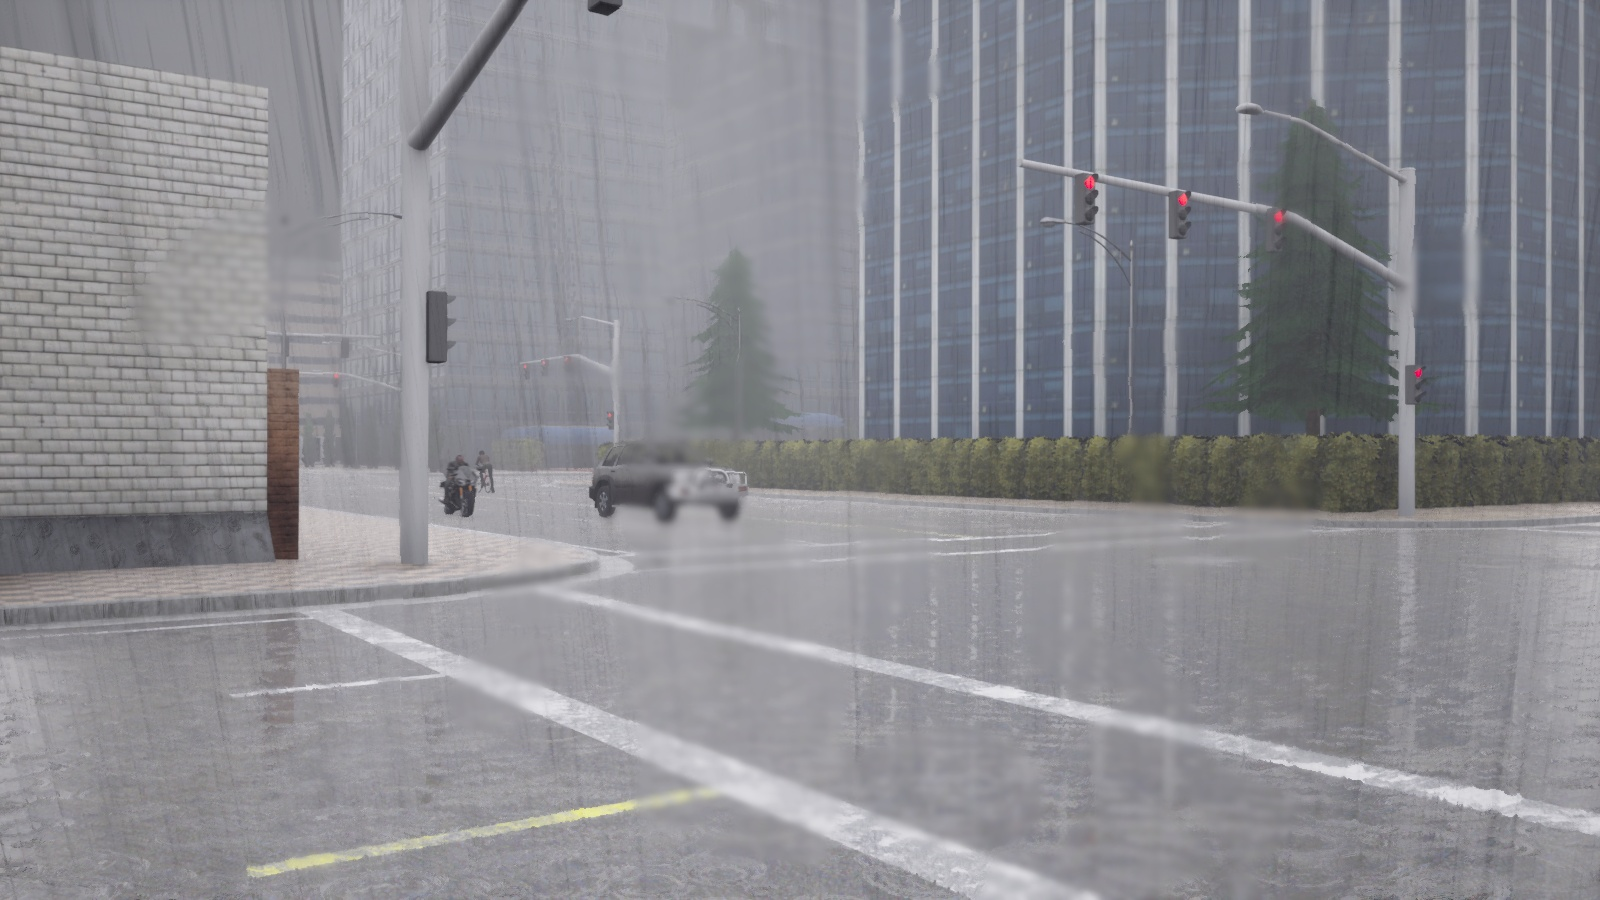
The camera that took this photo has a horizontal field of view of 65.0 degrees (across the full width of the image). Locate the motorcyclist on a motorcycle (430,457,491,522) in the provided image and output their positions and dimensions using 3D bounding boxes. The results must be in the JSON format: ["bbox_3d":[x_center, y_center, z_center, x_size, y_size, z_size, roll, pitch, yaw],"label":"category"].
[{"bbox_3d":[-8.264,0.927,30.489,0.866,1.530,2.191,0,0,-31],"label":"motorcyclist on a motorcycle"}]

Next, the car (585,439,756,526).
[{"bbox_3d":[-3.097,0.695,29.092,1.932,1.855,4.605,0,0,-35],"label":"car"}]
